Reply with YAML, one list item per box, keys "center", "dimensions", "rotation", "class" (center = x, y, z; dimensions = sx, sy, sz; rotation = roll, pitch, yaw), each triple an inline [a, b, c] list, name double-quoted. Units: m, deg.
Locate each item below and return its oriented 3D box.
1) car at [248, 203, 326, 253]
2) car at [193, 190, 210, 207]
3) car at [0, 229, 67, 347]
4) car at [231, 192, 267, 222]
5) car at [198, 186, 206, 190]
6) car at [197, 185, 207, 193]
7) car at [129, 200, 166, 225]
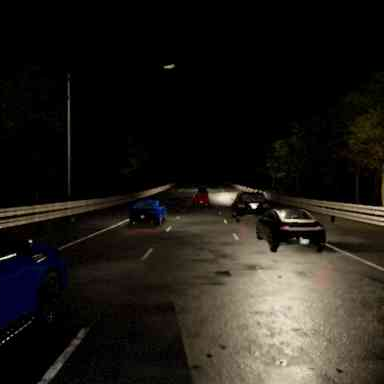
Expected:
- center: [3.750, 1.397, 13.301]
  dimensions: [2.128, 1.511, 4.902]
  rotation: [0, 0, 2]
  class: "car"
- center: [1.130, 0.895, 39.857]
  dimensions: [1.882, 1.535, 5.008]
  rotation: [0, 2, 2]
  class: "car"
- center: [-3.350, 1.192, 3.653]
  dimensions: [2.150, 2.045, 5.566]
  rotation: [0, 0, 1]
  class: "car"
- center: [4.119, 1.007, 24.313]
  dimensions: [2.150, 2.045, 5.566]
  rotation: [0, 1, 2]
  class: "car"
- center: [1.782, 0.233, 56.279]
  dimensions: [1.882, 1.535, 5.008]
  rotation: [0, 3, 2]
  class: "car"
- center: [2.276, -0.608, 73.841]
  dimensions: [2.128, 1.511, 4.902]
  rotation: [0, 3, 2]
  class: "car"
- center: [-2.853, 1.292, 22.195]
  dimensions: [1.882, 1.535, 5.008]
  rotation: [0, 1, 2]
  class: "car"
